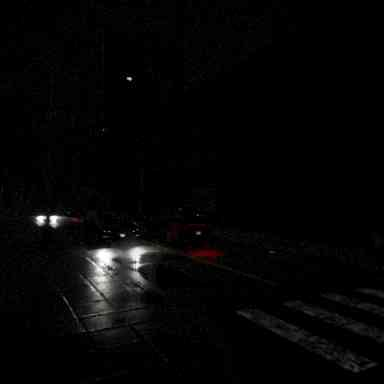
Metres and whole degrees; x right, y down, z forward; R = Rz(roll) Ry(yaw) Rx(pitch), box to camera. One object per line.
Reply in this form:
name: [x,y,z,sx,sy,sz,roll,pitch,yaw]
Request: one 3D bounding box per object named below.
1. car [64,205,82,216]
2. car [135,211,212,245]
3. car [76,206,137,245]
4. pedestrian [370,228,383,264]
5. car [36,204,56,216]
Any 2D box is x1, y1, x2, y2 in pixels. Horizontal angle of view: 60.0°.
car: [-13.739,2.148,39.048,1.895,1.301,4.718,2,-2,-30]
car: [-0.940,1.687,16.760,1.882,1.535,5.008,2,-1,-30]
car: [-4.183,1.655,16.486,1.837,1.490,4.892,2,-1,-30]
pedestrian: [5.929,1.721,10.636,0.500,1.100,0.500,1,0,-30]
car: [-17.406,2.112,39.665,1.895,1.301,4.718,2,-2,-29]
